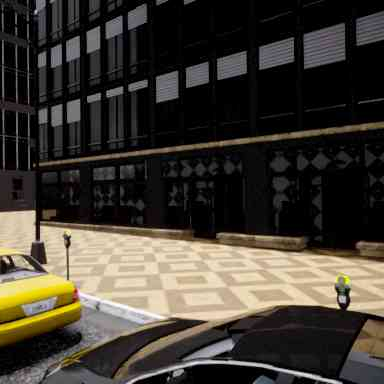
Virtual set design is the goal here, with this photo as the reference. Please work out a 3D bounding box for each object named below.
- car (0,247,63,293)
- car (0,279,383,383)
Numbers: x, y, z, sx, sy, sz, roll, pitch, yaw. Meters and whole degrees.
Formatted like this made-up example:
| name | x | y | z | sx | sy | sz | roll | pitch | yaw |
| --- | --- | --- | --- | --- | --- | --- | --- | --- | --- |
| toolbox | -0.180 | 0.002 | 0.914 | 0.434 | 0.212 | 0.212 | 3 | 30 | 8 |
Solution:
| name | x | y | z | sx | sy | sz | roll | pitch | yaw |
| --- | --- | --- | --- | --- | --- | --- | --- | --- | --- |
| car | -3.951 | 1.527 | 5.874 | 4.829 | 1.417 | 1.752 | 0 | -1 | 36 |
| car | 0.683 | 1.566 | 2.359 | 4.313 | 1.339 | 1.947 | 0 | -1 | 36 |
